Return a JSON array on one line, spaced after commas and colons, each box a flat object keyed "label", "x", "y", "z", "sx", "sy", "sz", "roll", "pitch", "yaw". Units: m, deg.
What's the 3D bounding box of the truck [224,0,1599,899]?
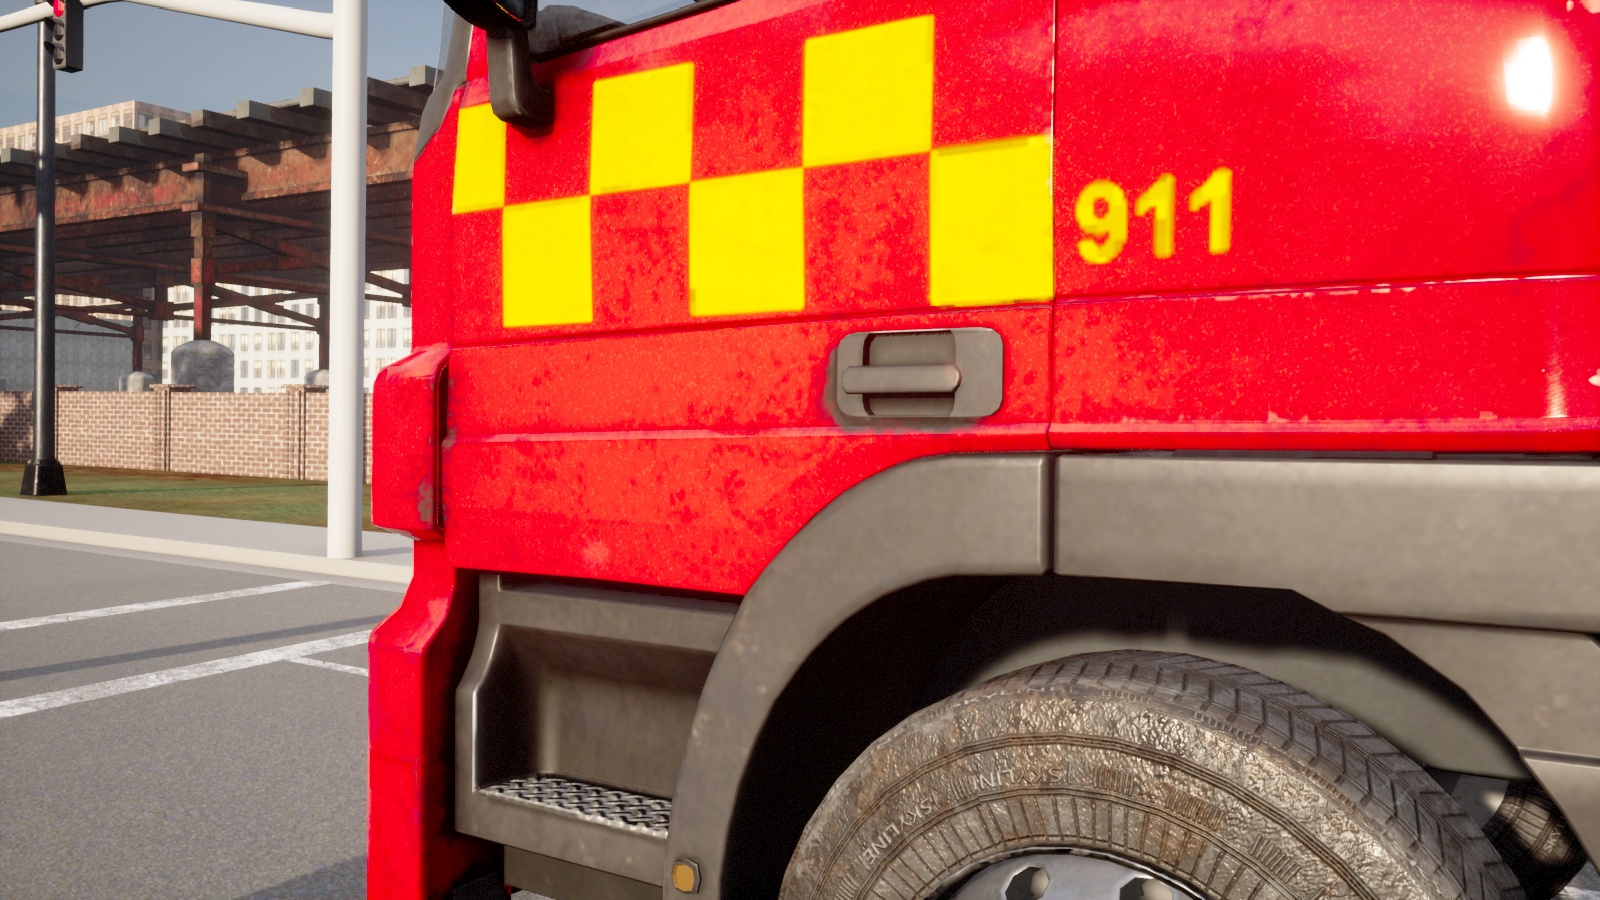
[{"label": "truck", "x": 3.107, "y": -0.482, "z": 1.535, "sx": 8.468, "sy": 3.827, "sz": 2.891, "roll": 0, "pitch": 1, "yaw": 34}]
